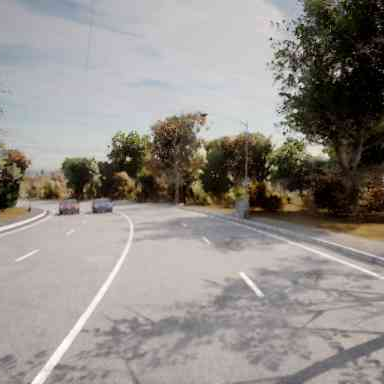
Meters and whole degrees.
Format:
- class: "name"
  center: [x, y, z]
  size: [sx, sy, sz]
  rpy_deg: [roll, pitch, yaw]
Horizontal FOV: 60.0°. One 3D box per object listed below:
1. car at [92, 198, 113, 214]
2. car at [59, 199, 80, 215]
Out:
- class: "car"
  center: [-10.330, 1.497, 38.310]
  size: [2.097, 1.767, 4.553]
  rpy_deg: [-1, 0, -19]
- class: "car"
  center: [-13.611, 1.579, 37.094]
  size: [2.097, 1.767, 4.553]
  rpy_deg: [-1, 0, -19]
